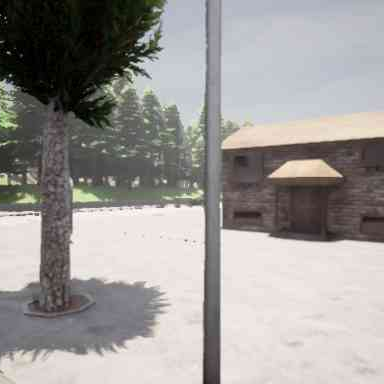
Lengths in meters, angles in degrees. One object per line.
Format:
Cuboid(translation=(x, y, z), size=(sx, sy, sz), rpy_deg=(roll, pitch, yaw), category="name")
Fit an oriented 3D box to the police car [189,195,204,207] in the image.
Cuboid(translation=(1.486, 1.220, 47.753), size=(1.930, 1.638, 5.238), rpy_deg=(1, 0, 36), category="police car")
